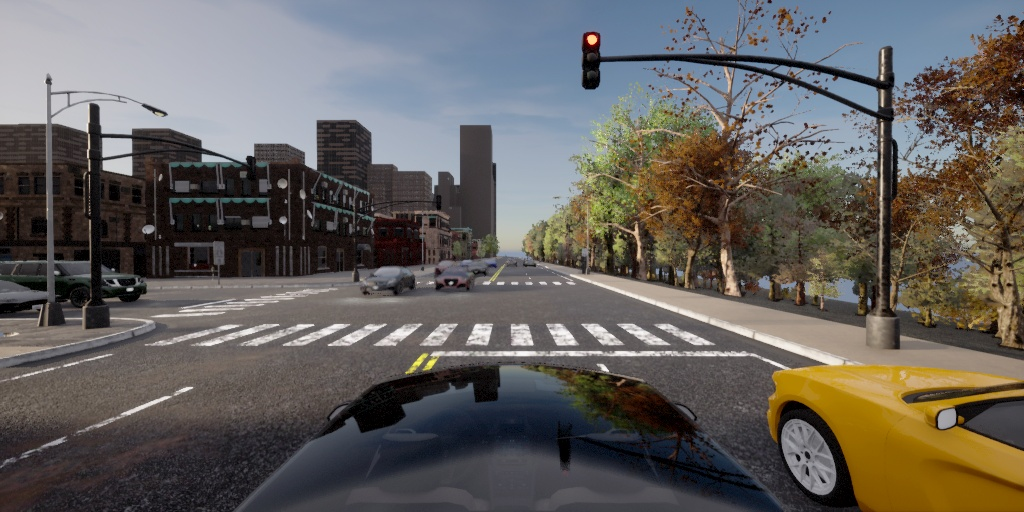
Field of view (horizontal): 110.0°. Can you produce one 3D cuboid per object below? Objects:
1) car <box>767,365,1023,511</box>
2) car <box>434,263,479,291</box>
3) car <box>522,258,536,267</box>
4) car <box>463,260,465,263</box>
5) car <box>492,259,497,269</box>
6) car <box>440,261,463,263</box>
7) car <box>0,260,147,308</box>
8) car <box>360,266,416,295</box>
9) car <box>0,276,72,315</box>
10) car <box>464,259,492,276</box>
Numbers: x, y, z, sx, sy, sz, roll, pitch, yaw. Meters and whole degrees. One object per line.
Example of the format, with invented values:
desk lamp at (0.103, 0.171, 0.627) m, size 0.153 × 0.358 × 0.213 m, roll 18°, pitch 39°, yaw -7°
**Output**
car at (3.351, 1.228, 1.351) m, size 1.882 × 1.535 × 5.008 m, roll 0°, pitch 0°, yaw 0°
car at (-3.369, 1.309, 21.840) m, size 1.994 × 1.385 × 4.181 m, roll 0°, pitch 0°, yaw 0°
car at (3.282, 1.290, 64.455) m, size 1.994 × 1.385 × 4.181 m, roll 0°, pitch 0°, yaw 1°
car at (-6.642, 1.257, 53.676) m, size 1.812 × 1.442 × 4.674 m, roll 0°, pitch 0°, yaw 0°
car at (-3.387, 1.207, 57.091) m, size 1.882 × 1.535 × 5.008 m, roll 0°, pitch 0°, yaw 0°
car at (-6.634, 1.216, 36.798) m, size 1.882 × 1.535 × 5.008 m, roll 0°, pitch 0°, yaw 0°
car at (-20.010, 1.194, 16.159) m, size 5.566 × 2.045 × 2.150 m, roll -1°, pitch 1°, yaw 0°
car at (-6.618, 1.271, 19.709) m, size 1.812 × 1.442 × 4.674 m, roll 0°, pitch 0°, yaw 0°
car at (-19.958, 1.565, 13.458) m, size 4.313 × 1.339 × 1.948 m, roll 0°, pitch 0°, yaw 0°
car at (-3.384, 1.243, 36.445) m, size 1.837 × 1.490 × 4.892 m, roll 0°, pitch 0°, yaw 0°
